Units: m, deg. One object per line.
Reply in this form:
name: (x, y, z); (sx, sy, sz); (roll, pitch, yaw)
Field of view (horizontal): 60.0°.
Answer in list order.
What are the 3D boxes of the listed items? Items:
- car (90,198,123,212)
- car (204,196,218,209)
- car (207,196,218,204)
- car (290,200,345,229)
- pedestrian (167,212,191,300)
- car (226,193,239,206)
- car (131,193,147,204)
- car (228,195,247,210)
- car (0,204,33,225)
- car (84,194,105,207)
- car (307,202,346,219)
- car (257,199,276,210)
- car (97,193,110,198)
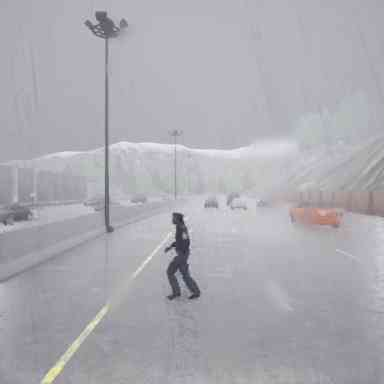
car: (-8.843, 1.601, 35.475); (1.895, 1.301, 4.718); (0, 0, 4)
car: (2.741, 1.601, 46.322); (1.895, 1.301, 4.718); (0, 0, 4)
car: (3.951, 1.547, 64.213); (2.033, 1.411, 5.357); (0, 0, 4)
car: (7.968, 1.353, 21.976); (2.097, 1.767, 4.553); (0, 0, 3)
pedestrian: (-0.267, 1.294, 6.872); (0.375, 1.860, 0.375); (0, 0, 2)
car: (6.855, 1.221, 54.579); (2.150, 2.045, 5.566); (0, 0, 5)
car: (-10.201, 1.221, 64.407); (2.150, 2.045, 5.566); (0, 0, 4)
car: (6.019, 1.526, 43.348); (1.812, 1.442, 4.674); (0, 0, 4)
car: (-13.165, 1.564, 23.635); (1.994, 1.385, 4.181); (0, 0, 3)
car: (-14.716, 1.491, 50.243); (2.128, 1.511, 4.902); (0, 0, 4)
car: (11.998, 1.601, 29.939); (1.895, 1.301, 4.718); (0, 0, 4)
car: (9.500, 1.601, 42.990); (1.895, 1.301, 4.718); (0, 0, 5)
car: (-17.279, 1.221, 63.114); (2.150, 2.045, 5.566); (0, 0, 4)
